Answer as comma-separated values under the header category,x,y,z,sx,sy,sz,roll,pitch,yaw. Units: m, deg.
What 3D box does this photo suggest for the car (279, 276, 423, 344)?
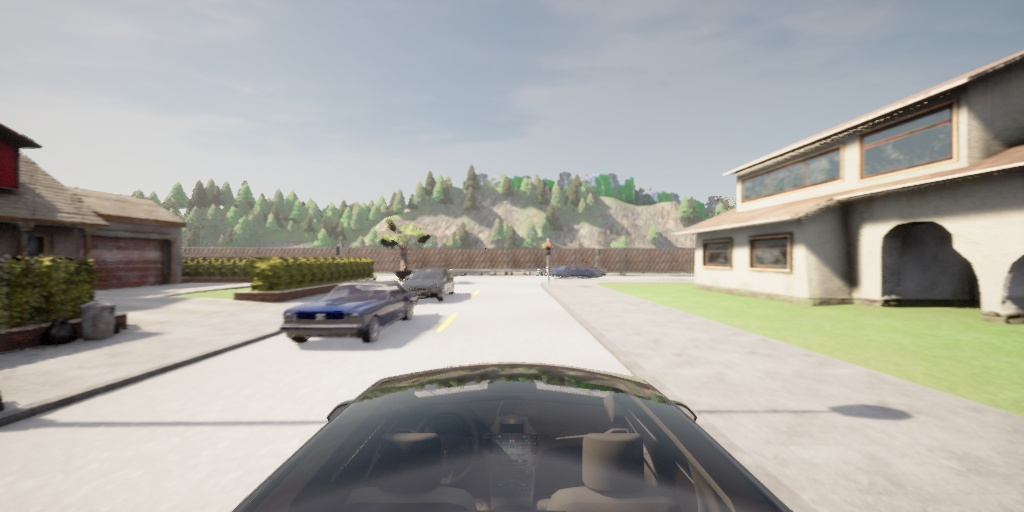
category,x,y,z,sx,sy,sz,roll,pitch,yaw
car,-4.094,1.394,9.885,1.895,1.301,4.718,0,0,0

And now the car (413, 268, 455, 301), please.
category,x,y,z,sx,sy,sz,roll,pitch,yaw
car,-4.034,1.363,17.886,1.837,1.490,4.892,0,0,0

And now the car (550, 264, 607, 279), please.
category,x,y,z,sx,sy,sz,roll,pitch,yaw
car,6.393,1.500,35.005,5.357,1.411,2.033,0,-1,-2
